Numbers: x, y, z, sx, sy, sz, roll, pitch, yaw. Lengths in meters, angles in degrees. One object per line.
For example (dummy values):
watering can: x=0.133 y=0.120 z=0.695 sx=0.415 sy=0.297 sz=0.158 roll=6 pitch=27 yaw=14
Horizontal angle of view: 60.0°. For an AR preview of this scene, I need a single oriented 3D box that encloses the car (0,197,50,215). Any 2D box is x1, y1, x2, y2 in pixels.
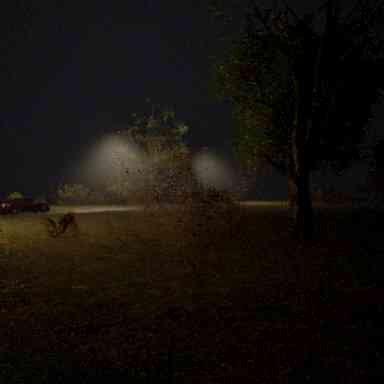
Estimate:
car: x=-16.997 y=1.374 z=34.029 sx=2.097 sy=1.767 sz=4.553 roll=-2 pitch=-1 yaw=35
